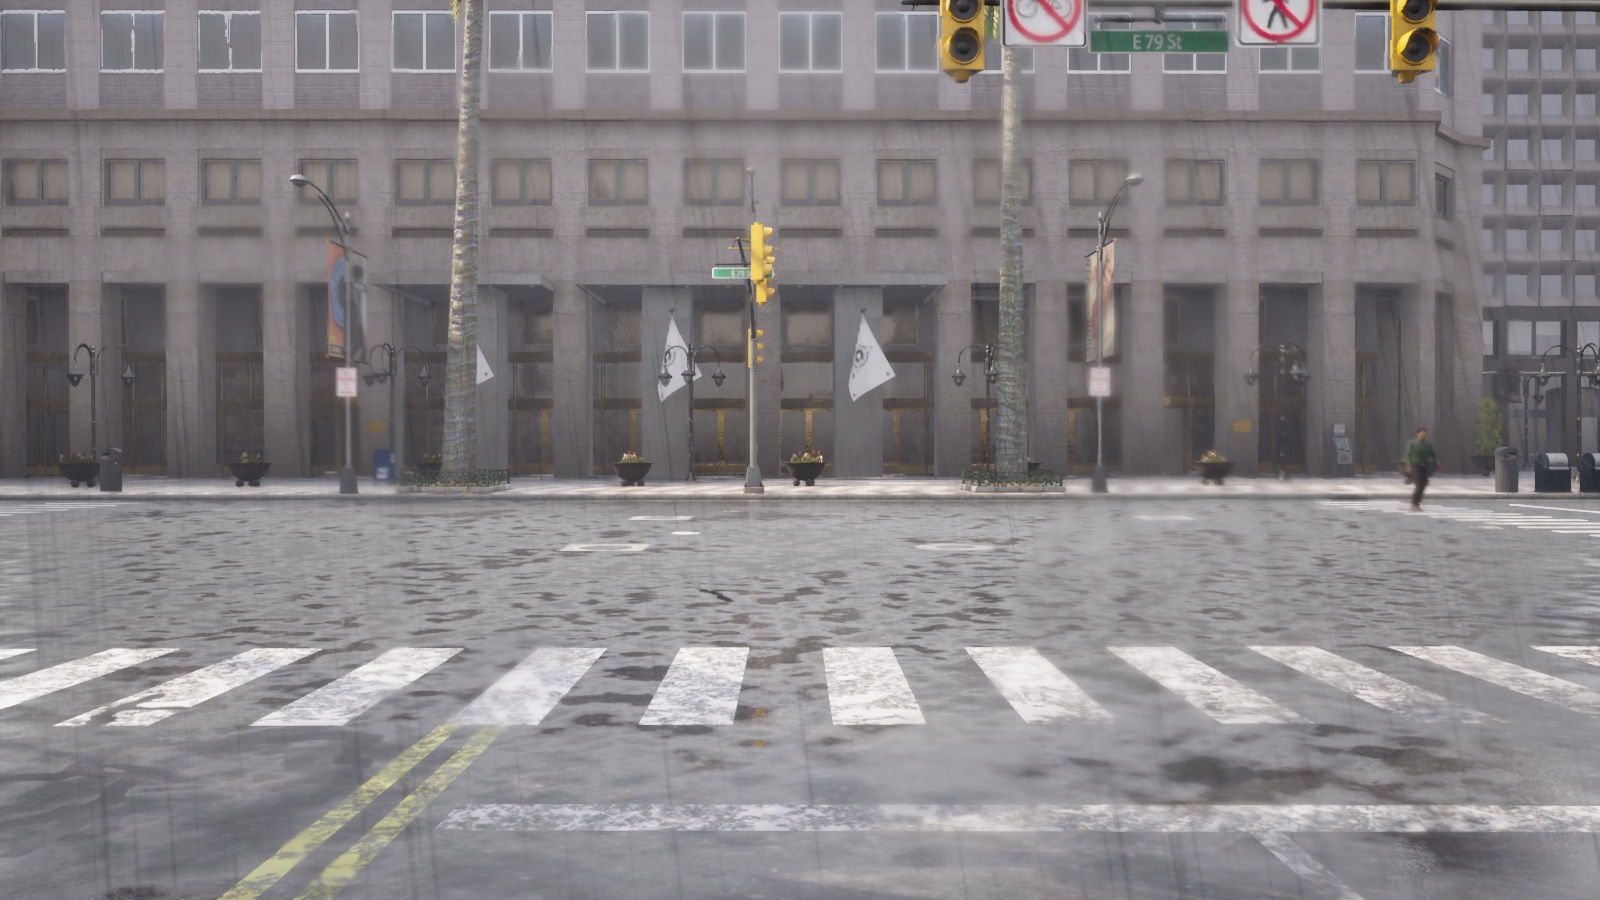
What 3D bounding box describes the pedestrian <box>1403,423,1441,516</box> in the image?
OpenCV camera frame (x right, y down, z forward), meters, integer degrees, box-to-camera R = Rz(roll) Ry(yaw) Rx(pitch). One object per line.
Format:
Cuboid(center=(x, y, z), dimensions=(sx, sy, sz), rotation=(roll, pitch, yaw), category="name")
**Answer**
Cuboid(center=(13.269, 0.413, 26.806), dimensions=(0.423, 1.949, 0.788), rotation=(0, 0, 0), category="pedestrian")
